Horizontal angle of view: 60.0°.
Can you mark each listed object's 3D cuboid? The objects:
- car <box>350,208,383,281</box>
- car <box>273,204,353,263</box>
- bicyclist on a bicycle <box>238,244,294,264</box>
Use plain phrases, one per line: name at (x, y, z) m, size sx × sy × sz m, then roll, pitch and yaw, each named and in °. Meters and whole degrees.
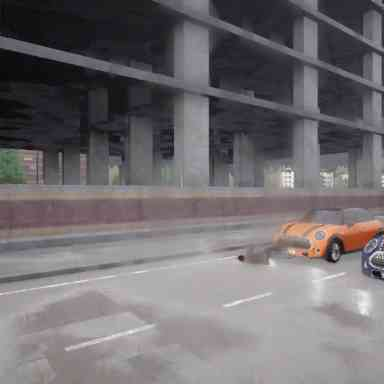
car at (6.465, 1.351, 8.814) m, size 4.553 × 1.767 × 2.097 m, roll 0°, pitch 0°, yaw -37°
car at (5.018, 1.352, 12.082) m, size 4.553 × 1.767 × 2.097 m, roll 0°, pitch 0°, yaw -37°
bicyclist on a bicycle at (2.258, 2.049, 10.764) m, size 1.620 × 0.582 × 1.656 m, roll -4°, pitch 2°, yaw -33°
